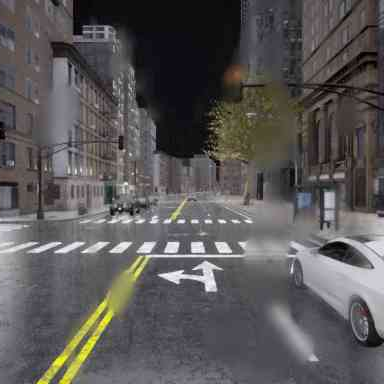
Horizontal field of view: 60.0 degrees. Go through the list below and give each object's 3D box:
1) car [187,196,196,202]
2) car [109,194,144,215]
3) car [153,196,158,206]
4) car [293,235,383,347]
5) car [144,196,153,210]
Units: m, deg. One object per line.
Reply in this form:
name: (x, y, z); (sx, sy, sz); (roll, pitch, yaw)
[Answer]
car: (-0.035, 1.436, 73.533); (1.895, 1.301, 4.718); (0, 0, 0)
car: (-6.589, 1.197, 33.284); (2.150, 2.045, 5.566); (0, 0, 1)
car: (-6.619, 1.419, 53.713); (2.128, 1.511, 4.902); (0, 0, 0)
car: (3.347, 1.524, 6.171); (1.812, 1.442, 4.674); (0, 0, 0)
car: (-6.622, 1.436, 43.395); (1.882, 1.535, 5.008); (0, 0, 0)
